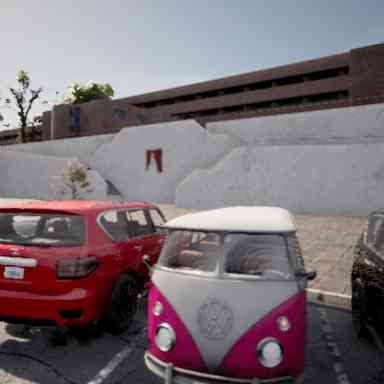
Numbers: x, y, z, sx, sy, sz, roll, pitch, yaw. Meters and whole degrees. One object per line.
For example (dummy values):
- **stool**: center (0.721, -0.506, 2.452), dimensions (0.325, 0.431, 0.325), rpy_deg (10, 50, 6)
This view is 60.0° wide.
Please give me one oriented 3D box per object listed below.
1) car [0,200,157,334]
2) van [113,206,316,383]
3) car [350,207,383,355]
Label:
- **car**: center (-1.642, 1.196, 7.002), dimensions (2.435, 2.045, 5.566), rpy_deg (1, 0, 15)
- **van**: center (0.758, 1.245, 5.127), dimensions (1.878, 1.987, 4.442), rpy_deg (1, 0, 15)
- **car**: center (3.211, 1.243, 3.481), dimensions (2.435, 2.045, 5.566), rpy_deg (1, 0, 15)
